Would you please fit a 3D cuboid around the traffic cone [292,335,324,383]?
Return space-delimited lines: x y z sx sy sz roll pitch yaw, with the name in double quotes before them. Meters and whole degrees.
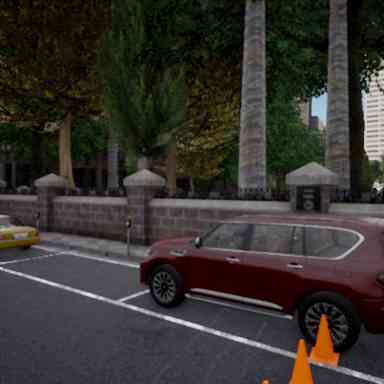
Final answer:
"traffic cone" 1.226 1.948 3.714 0.340 0.580 0.340 0 0 36

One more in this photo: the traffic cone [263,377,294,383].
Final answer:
"traffic cone" 0.642 1.948 2.902 0.340 0.580 0.340 0 0 36

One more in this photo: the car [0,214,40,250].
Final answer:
"car" -7.683 1.434 12.640 4.829 1.417 1.752 0 0 36

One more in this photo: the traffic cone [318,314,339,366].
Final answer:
"traffic cone" 1.769 1.933 4.463 0.340 0.580 0.340 0 6 29

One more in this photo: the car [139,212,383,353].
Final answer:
"car" 1.312 1.298 6.162 5.009 1.841 2.192 0 0 36
